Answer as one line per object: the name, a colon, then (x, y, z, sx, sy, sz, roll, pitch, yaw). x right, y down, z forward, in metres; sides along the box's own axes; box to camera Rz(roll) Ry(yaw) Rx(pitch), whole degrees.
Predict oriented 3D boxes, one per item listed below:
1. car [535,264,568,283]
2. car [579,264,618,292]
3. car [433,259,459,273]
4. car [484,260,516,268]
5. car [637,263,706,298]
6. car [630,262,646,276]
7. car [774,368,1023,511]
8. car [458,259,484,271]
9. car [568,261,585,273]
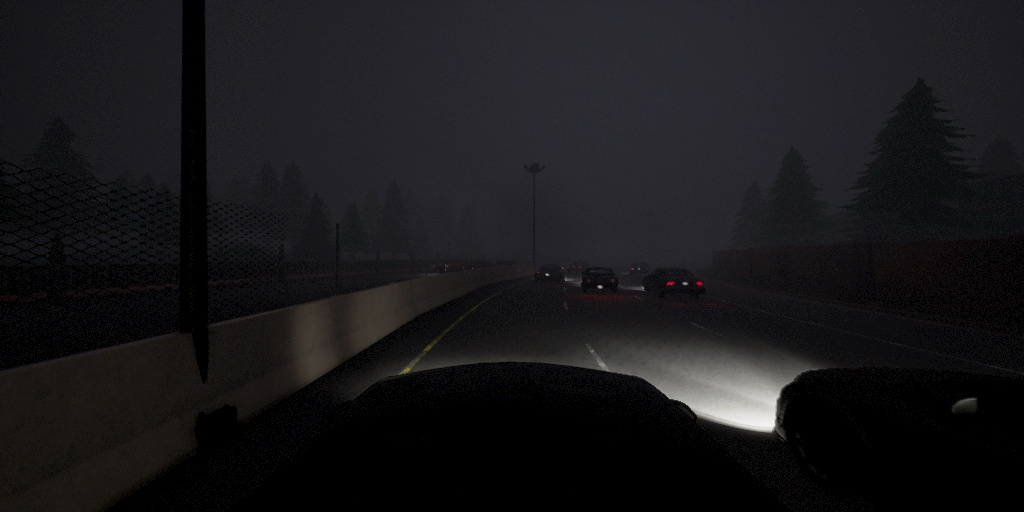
car: (2.984, 1.308, 27.647, 1.994, 1.385, 4.181, 0, 0, 13)
car: (5.134, 1.346, 21.354, 1.895, 1.301, 4.718, 0, 0, 10)
car: (-7.390, 1.093, 42.111, 2.097, 1.767, 4.553, 0, 0, 21)
car: (-0.916, 1.248, 39.510, 1.837, 1.490, 4.892, 0, 0, 20)
car: (8.143, 1.294, 18.468, 2.033, 1.411, 5.357, 0, 0, 9)
car: (12.999, 1.290, 36.416, 2.033, 1.411, 5.357, 0, 0, 21)
car: (3.672, 1.313, 1.880, 1.994, 1.385, 4.181, 0, 0, -2)
car: (-3.930, 1.248, 41.416, 1.837, 1.490, 4.892, 0, -1, 21)
car: (7.931, 1.289, 42.334, 2.033, 1.411, 5.357, 0, 0, 23)
